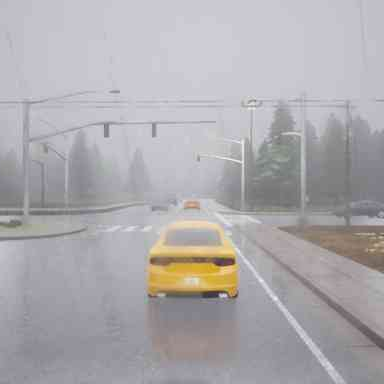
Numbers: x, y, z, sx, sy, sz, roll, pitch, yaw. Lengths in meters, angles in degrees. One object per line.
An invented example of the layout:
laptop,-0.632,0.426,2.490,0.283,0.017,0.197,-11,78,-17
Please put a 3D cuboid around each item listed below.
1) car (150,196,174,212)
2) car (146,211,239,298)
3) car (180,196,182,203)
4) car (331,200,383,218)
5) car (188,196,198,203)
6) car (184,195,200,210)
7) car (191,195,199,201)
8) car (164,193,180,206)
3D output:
car,-3.584,1.547,38.201,2.033,1.411,5.357,0,0,0
car,0.049,1.474,8.552,1.882,1.535,5.008,0,0,1
car,-3.282,1.354,70.156,2.097,1.767,4.553,0,0,1
car,14.910,1.531,29.530,4.892,1.490,1.837,0,0,1
car,0.297,1.537,72.776,2.033,1.411,5.357,0,0,2
car,0.017,1.477,42.215,1.882,1.535,5.008,0,0,0
car,0.696,1.441,83.168,1.837,1.490,4.892,0,0,2
car,-3.559,1.221,53.973,2.150,2.045,5.566,0,0,0
